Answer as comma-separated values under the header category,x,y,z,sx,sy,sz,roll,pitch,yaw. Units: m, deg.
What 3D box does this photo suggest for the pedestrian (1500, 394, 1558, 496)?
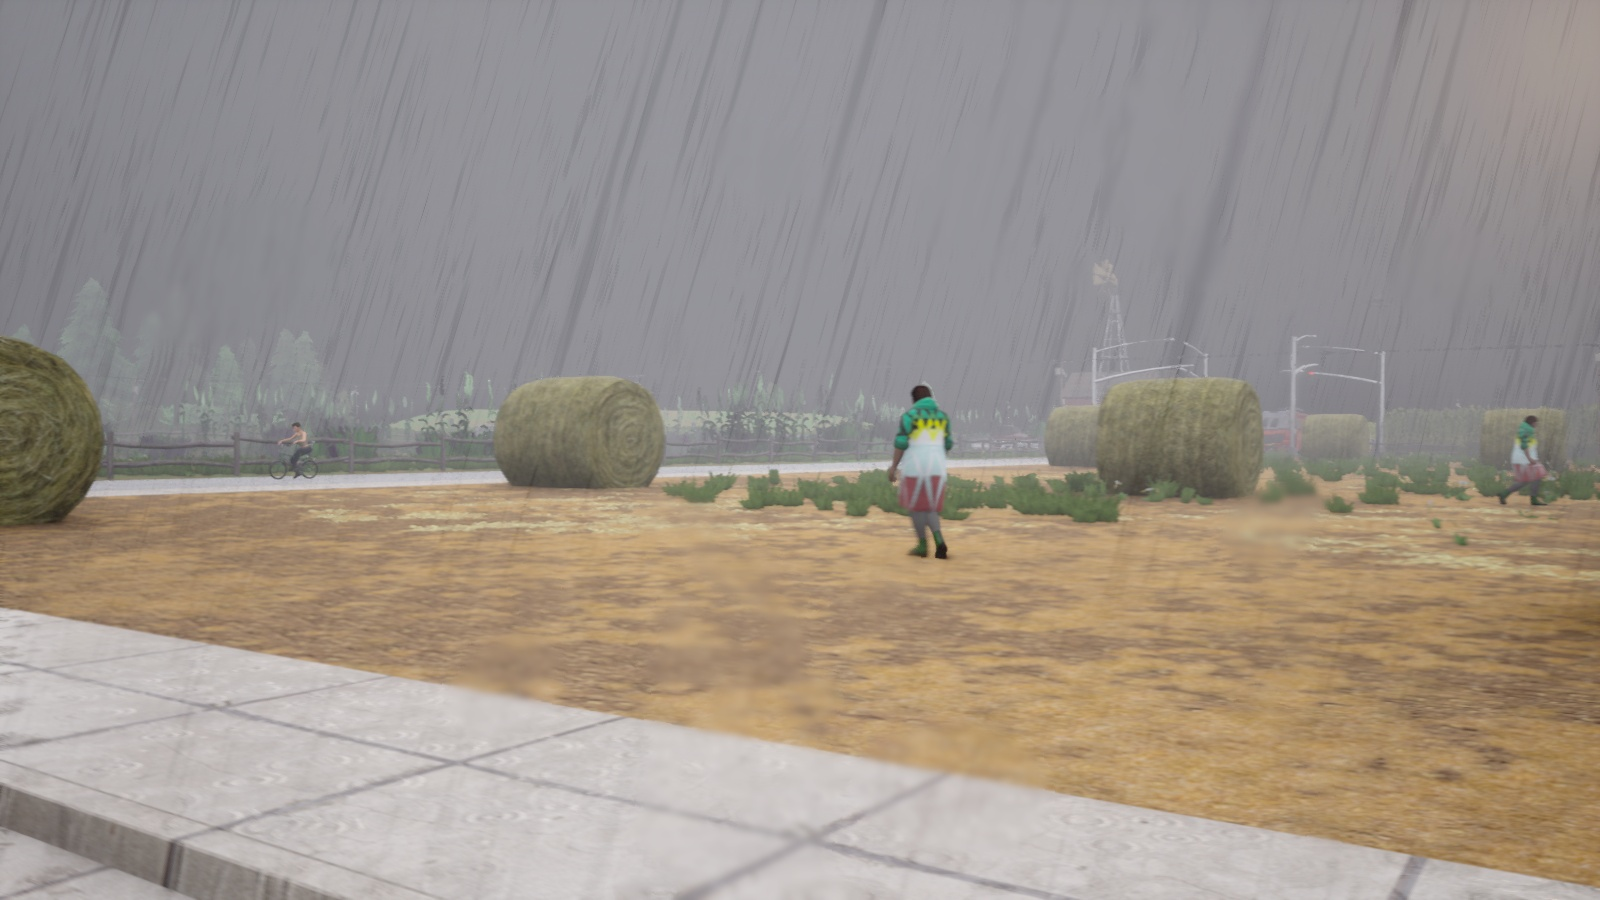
category,x,y,z,sx,sy,sz,roll,pitch,yaw
pedestrian,14.263,-0.108,24.567,0.873,1.952,0.659,0,1,42

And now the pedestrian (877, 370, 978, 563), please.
category,x,y,z,sx,sy,sz,roll,pitch,yaw
pedestrian,1.336,0.164,13.234,0.659,1.952,0.873,-1,1,-31

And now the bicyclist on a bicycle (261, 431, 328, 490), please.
category,x,y,z,sx,sy,sz,roll,pitch,yaw
bicyclist on a bicycle,-14.209,0.280,35.330,0.866,1.612,1.509,0,1,37
